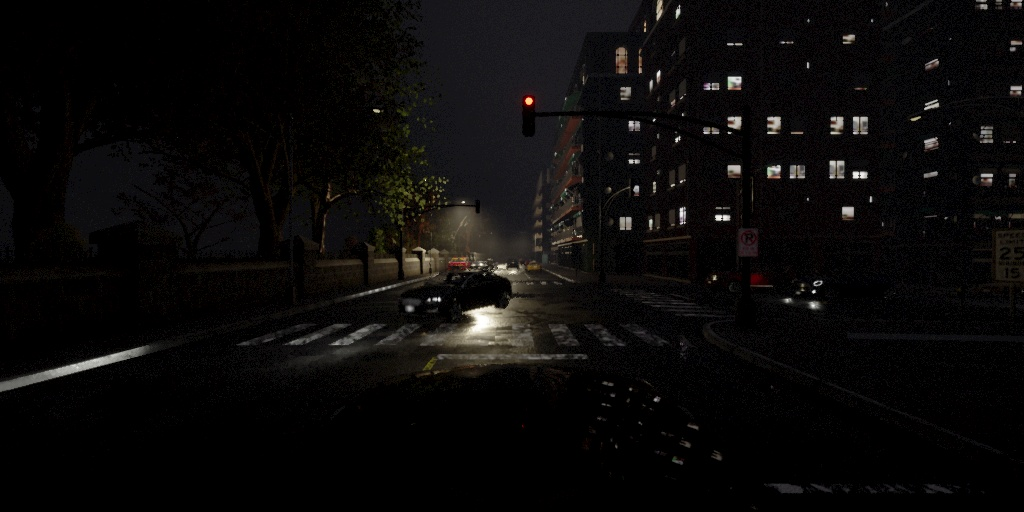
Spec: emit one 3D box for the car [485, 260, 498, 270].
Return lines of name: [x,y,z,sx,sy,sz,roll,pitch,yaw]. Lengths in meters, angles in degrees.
car: [-3.053,1.290,53.843,1.812,1.442,4.674,0,0,0]

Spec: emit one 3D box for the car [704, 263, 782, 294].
car: [14.612,1.338,21.966,5.009,1.841,2.192,0,0,0]

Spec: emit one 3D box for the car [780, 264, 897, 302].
car: [17.729,1.441,19.378,4.553,1.767,2.097,1,0,0]

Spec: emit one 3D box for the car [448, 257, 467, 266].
car: [-5.664,1.070,38.566,2.192,1.841,5.009,0,0,0]

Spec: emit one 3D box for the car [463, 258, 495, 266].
car: [-3.078,1.245,34.325,2.128,1.511,4.902,0,0,0]

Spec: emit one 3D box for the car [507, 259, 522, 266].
car: [0.132,1.312,53.970,2.033,1.411,5.357,0,0,0]

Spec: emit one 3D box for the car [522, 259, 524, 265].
car: [2.725,1.307,49.631,1.888,1.381,4.507,0,0,0]

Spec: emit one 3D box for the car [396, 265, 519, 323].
car: [-1.772,1.240,12.394,2.128,1.511,4.902,0,0,28]

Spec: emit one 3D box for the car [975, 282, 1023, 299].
car: [31.528,1.857,22.006,4.829,1.417,1.751,0,0,0]

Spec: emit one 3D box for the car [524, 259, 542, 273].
car: [2.721,1.283,44.266,1.751,1.417,4.829,0,0,0]

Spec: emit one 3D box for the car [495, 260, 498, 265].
car: [-3.067,1.263,43.676,1.837,1.490,4.892,0,0,0]
